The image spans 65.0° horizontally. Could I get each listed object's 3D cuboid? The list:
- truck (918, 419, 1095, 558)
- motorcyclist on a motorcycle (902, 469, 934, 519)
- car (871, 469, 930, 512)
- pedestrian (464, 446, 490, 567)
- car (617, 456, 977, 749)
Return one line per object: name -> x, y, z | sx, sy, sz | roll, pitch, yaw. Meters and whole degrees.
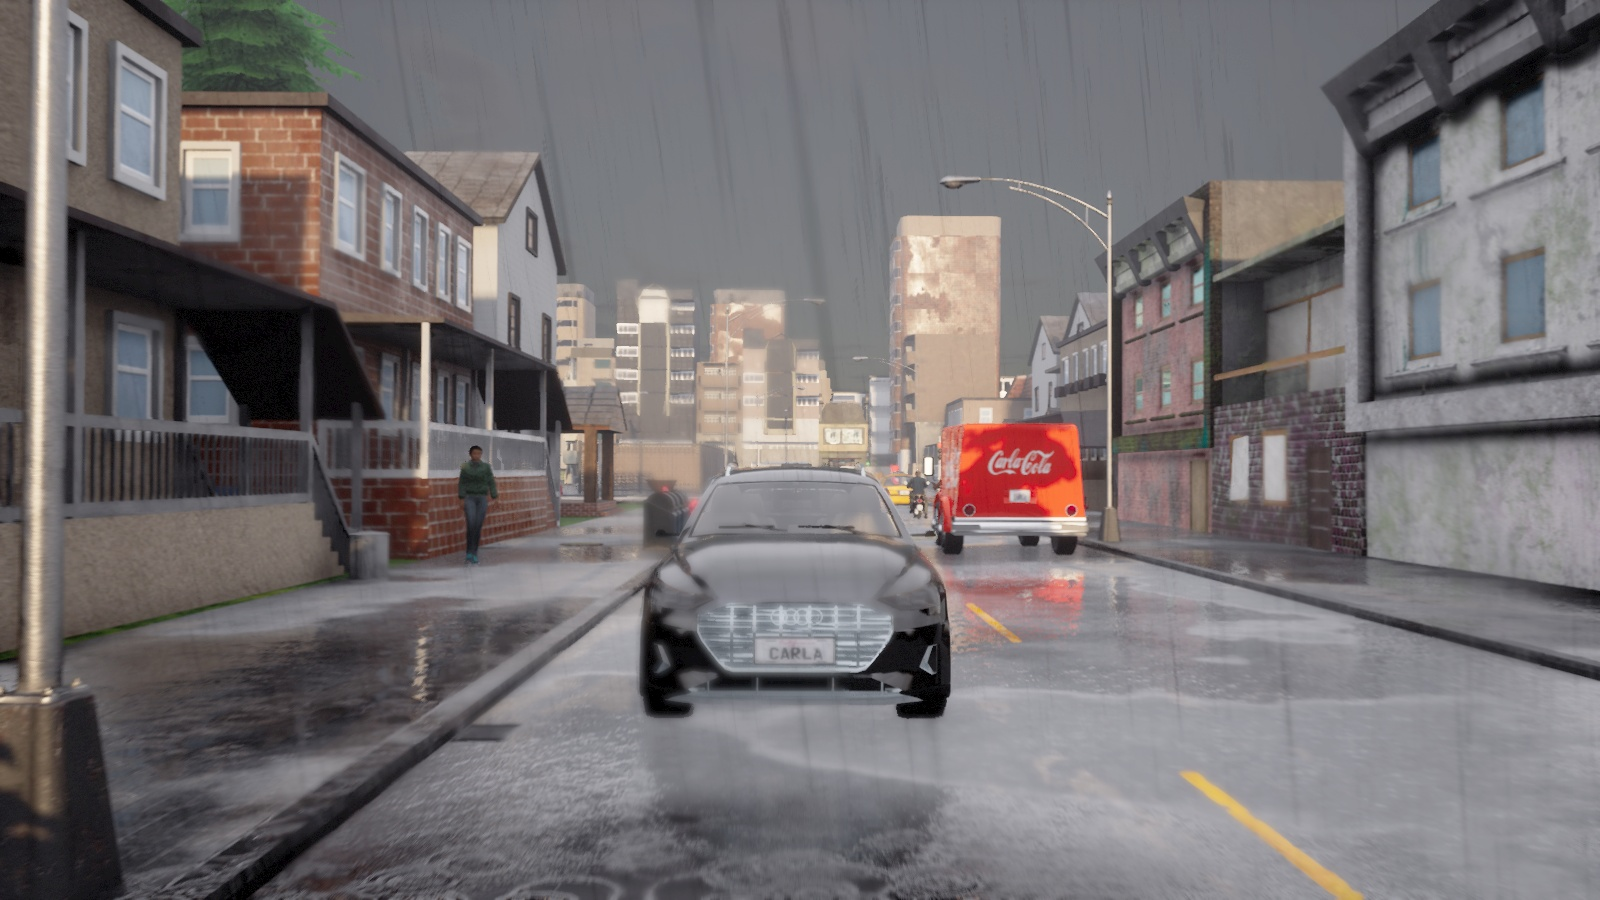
truck -> 3.933, 0.726, 25.033 | 2.627, 2.467, 5.204 | 0, -1, 0
motorcyclist on a motorcycle -> 3.894, 1.442, 41.667 | 0.866, 1.590, 1.817 | 0, -1, 0
car -> 3.882, 1.557, 49.467 | 1.801, 1.575, 5.366 | 0, -1, -1
pedestrian -> -5.011, 0.866, 19.458 | 0.353, 1.847, 0.614 | 0, -1, -18
car -> -0.025, 0.903, 9.551 | 2.033, 1.649, 4.856 | 0, -1, 0
